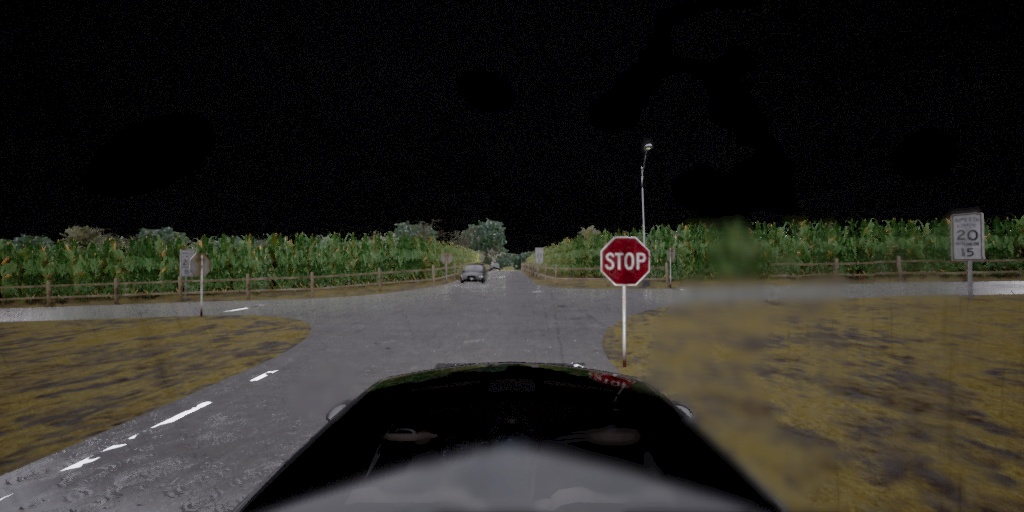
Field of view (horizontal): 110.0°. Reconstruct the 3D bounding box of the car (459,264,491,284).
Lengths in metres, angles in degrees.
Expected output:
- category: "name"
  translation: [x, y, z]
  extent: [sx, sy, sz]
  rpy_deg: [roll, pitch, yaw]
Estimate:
- category: "car"
  translation: [-2.881, 1.386, 27.910]
  extent: [1.837, 1.490, 4.892]
  rpy_deg: [0, 0, 0]
